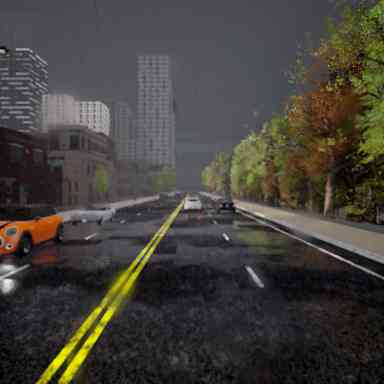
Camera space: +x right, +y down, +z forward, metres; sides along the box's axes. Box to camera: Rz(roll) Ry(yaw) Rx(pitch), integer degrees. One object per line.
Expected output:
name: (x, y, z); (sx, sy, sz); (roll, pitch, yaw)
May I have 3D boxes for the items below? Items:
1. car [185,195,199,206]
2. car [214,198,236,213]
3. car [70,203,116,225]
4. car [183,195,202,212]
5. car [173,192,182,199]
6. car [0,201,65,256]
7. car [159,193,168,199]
car: (0.036, 1.173, 47.860); (1.882, 1.535, 5.008); (0, 0, 0)
car: (3.344, 1.332, 34.005); (2.033, 1.411, 5.357); (0, 0, 0)
car: (-6.596, 1.457, 22.586); (1.895, 1.301, 4.718); (0, 0, 0)
car: (0.087, 1.302, 35.212); (1.812, 1.442, 4.674); (0, 0, 0)
car: (-3.260, 0.767, 76.320); (2.033, 1.411, 5.357); (0, 0, 0)
car: (-6.600, 1.271, 12.599); (2.097, 1.767, 4.553); (0, 0, 0)
car: (-6.510, 0.823, 76.290); (1.895, 1.301, 4.718); (0, 0, 0)
